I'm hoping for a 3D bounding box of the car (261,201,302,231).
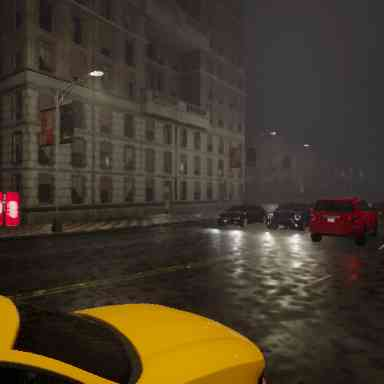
[{"bbox_3d":[6.331,1.393,20.461,2.097,1.767,4.553,0,0,36],"label":"car"}]

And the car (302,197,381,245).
[{"bbox_3d":[7.338,1.250,15.911,2.150,2.045,5.566,0,0,36],"label":"car"}]

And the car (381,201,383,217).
[{"bbox_3d":[16.181,1.473,27.990,1.882,1.535,5.008,0,0,36],"label":"car"}]

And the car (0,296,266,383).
[{"bbox_3d":[-1.631,1.475,2.115,5.008,1.535,1.882,0,0,-36],"label":"car"}]

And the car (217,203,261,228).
[{"bbox_3d":[3.489,1.545,22.504,1.837,1.490,4.892,0,0,36],"label":"car"}]
